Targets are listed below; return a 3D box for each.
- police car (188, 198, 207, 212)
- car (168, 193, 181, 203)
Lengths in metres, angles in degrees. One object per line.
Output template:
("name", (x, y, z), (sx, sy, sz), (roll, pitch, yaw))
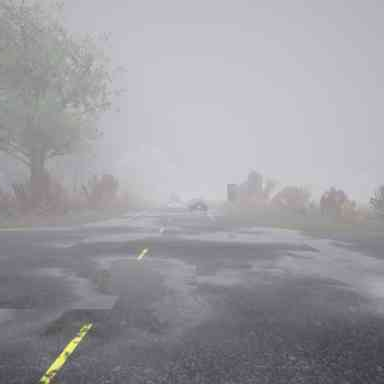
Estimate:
("police car", (0.629, 1.475, 39.335), (2.038, 1.542, 4.974), (0, 0, -4))
("car", (-3.489, 1.183, 67.199), (2.150, 2.045, 5.566), (0, 0, 0))
